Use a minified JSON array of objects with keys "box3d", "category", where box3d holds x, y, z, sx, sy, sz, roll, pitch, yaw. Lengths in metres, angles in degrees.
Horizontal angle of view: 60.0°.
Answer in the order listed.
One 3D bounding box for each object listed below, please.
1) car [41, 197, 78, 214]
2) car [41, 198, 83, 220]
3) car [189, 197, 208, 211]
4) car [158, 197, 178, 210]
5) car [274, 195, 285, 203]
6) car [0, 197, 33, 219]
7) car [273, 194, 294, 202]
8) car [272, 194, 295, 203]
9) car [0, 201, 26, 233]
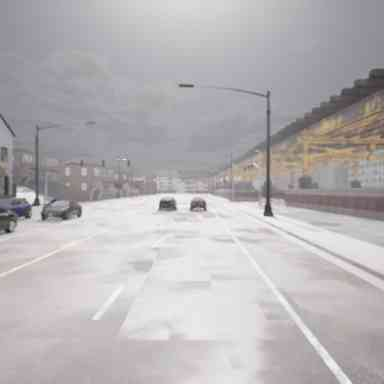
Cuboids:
[{"box3d":[-13.462,1.330,34.159,1.812,1.442,4.674,0,0,1],"category":"car"},{"box3d":[-10.137,1.375,26.302,1.812,1.442,4.674,0,0,2],"category":"car"},{"box3d":[0.727,1.344,38.062,1.837,1.490,4.892,0,0,1],"category":"car"},{"box3d":[-2.755,1.301,38.874,1.882,1.535,5.008,0,0,1],"category":"car"},{"box3d":[16.959,1.269,57.305,2.038,1.542,4.974,0,0,-35],"category":"car"},{"box3d":[-13.668,1.197,24.348,2.097,1.767,4.553,0,0,1],"category":"car"},{"box3d":[17.067,1.092,61.949,1.853,1.218,4.536,0,0,45],"category":"car"},{"box3d":[17.031,1.250,61.913,2.038,1.542,4.974,0,0,45],"category":"car"},{"box3d":[-10.323,1.398,16.016,1.837,1.490,4.892,0,0,1],"category":"car"}]
